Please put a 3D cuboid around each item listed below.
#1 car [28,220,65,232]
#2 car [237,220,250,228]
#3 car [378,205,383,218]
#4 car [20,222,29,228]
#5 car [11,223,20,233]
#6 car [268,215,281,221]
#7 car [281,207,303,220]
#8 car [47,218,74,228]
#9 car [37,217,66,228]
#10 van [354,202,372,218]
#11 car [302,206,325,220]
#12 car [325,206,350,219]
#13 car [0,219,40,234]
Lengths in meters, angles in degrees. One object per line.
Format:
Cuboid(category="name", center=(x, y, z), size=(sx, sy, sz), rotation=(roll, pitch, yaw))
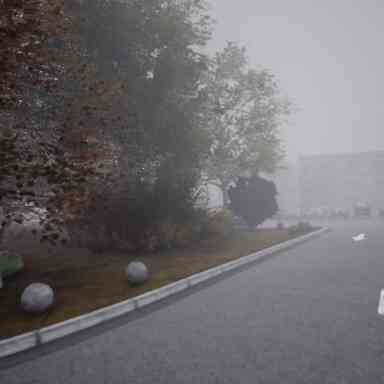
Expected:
Cuboid(category="car", center=(-22.794, 5.638, 53.500), size=(1.946, 1.575, 5.366), rotation=(-5, -3, 31))
Cuboid(category="car", center=(5.901, 3.198, 36.753), size=(2.231, 1.521, 4.892), rotation=(-5, -3, 30))
Cuboid(category="car", center=(24.281, 2.282, 41.098), size=(2.097, 1.535, 5.008), rotation=(-5, -3, 30))
Cuboid(category="car", center=(-25.083, 5.832, 55.073), size=(2.097, 1.535, 5.008), rotation=(-5, -3, 30))
Cuboid(category="car", center=(-27.468, 6.021, 56.483), size=(2.231, 1.521, 4.892), rotation=(-4, -3, 30))
Cuboid(category="car", center=(12.244, 3.076, 48.239), size=(2.435, 2.045, 5.566), rotation=(-5, -3, 30))
Cuboid(category="car", center=(14.660, 2.992, 46.814), size=(2.185, 1.767, 4.553), rotation=(-5, -3, 30))
Cuboid(category="car", center=(-28.593, 6.731, 72.548), size=(1.946, 1.575, 5.366), rotation=(-4, -3, 31))
Cuboid(category="car", center=(-31.094, 6.669, 73.847), size=(2.435, 2.045, 5.566), rotation=(-4, -3, 31))
Cuboid(category="van", center=(21.918, 2.267, 42.625), size=(1.878, 1.987, 4.442), rotation=(-5, -3, 30))
Cuboid(category="car", center=(17.067, 2.784, 45.392), size=(2.185, 1.767, 4.553), rotation=(-5, -3, 30))
Cuboid(category="car", center=(19.442, 2.574, 43.916), size=(2.185, 1.767, 4.553), rotation=(-5, -3, 30))
Cuboid(category="car", center=(-29.853, 5.954, 57.922), size=(2.435, 2.045, 5.566), rotation=(-4, -3, 31))
